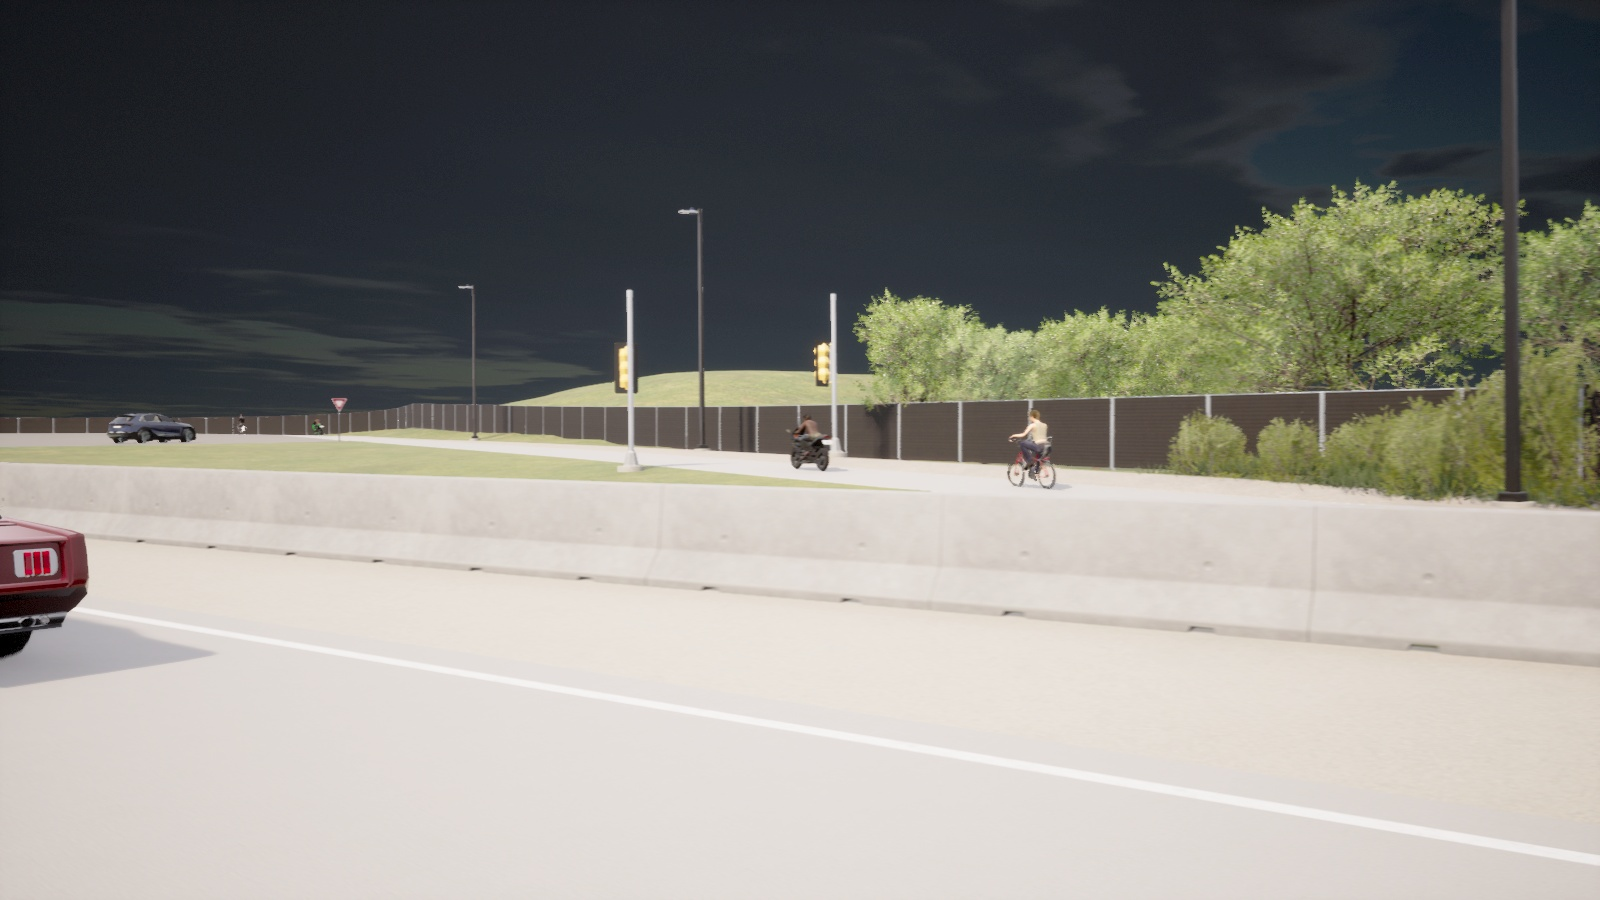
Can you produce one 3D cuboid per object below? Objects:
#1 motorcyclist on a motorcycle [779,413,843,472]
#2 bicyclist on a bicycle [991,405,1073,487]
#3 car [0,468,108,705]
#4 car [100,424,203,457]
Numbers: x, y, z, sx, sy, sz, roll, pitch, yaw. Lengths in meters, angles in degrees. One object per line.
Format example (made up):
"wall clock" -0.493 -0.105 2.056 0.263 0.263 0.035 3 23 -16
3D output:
"motorcyclist on a motorcycle" 0.275 -0.211 33.621 0.797 1.523 2.044 -2 2 -29
"bicyclist on a bicycle" 4.739 -0.100 25.733 0.866 1.612 1.509 -2 2 -29
"car" -6.644 0.783 8.040 4.718 1.301 1.895 0 1 34
"car" -34.917 -0.549 67.803 2.033 1.649 4.856 -1 1 19
